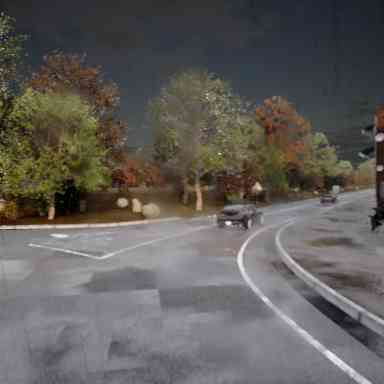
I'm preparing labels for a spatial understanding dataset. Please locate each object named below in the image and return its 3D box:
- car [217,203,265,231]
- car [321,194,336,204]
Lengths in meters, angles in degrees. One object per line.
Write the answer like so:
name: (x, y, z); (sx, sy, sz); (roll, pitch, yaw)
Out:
car: (3.098, 1.444, 20.541); (1.837, 1.490, 4.892); (0, 0, 27)
car: (20.975, 0.985, 50.860); (2.128, 1.511, 4.902); (1, 2, 31)
